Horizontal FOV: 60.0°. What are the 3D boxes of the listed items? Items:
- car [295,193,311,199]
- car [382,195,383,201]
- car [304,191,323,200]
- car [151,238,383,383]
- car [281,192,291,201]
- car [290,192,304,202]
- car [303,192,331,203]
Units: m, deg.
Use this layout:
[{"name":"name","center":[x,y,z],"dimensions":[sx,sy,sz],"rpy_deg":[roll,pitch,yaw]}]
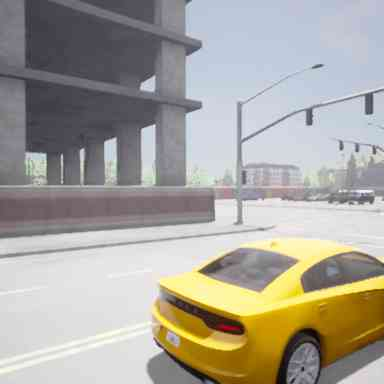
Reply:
[{"name":"car","center":[26.736,0.974,79.983],"dimensions":[3.905,1.438,1.784],"rpy_deg":[0,0,-35]},{"name":"car","center":[38.179,1.006,63.832],"dimensions":[3.806,1.475,1.970],"rpy_deg":[0,0,-35]},{"name":"car","center":[28.354,0.764,77.580],"dimensions":[4.605,1.855,1.932],"rpy_deg":[0,0,-35]},{"name":"car","center":[1.823,1.453,5.102],"dimensions":[5.008,1.535,1.882],"rpy_deg":[0,0,-35]},{"name":"car","center":[19.256,0.850,64.356],"dimensions":[4.605,1.855,1.932],"rpy_deg":[0,0,-35]},{"name":"car","center":[20.847,1.061,62.194],"dimensions":[3.905,1.438,1.784],"rpy_deg":[0,0,-35]},{"name":"car","center":[22.517,1.092,59.829],"dimensions":[3.806,1.475,1.970],"rpy_deg":[0,0,-35]}]
